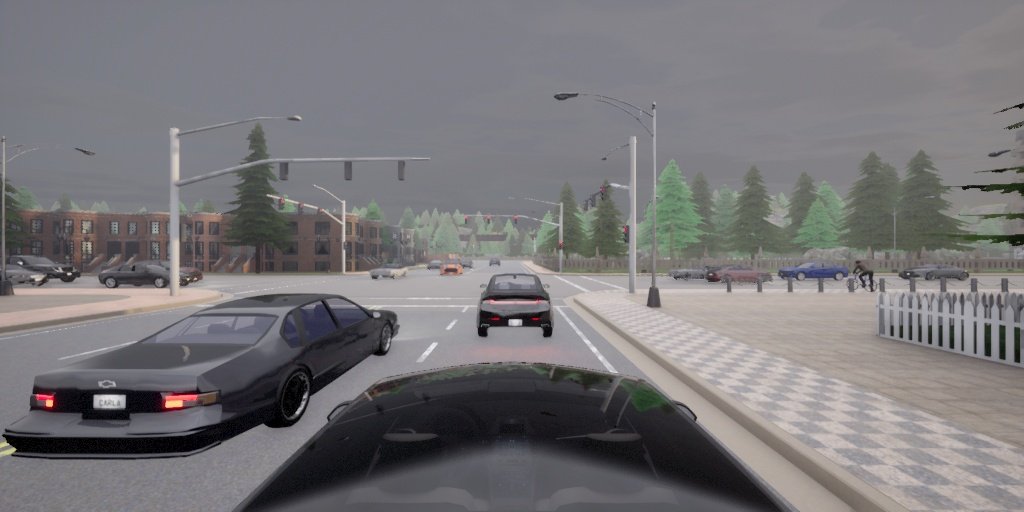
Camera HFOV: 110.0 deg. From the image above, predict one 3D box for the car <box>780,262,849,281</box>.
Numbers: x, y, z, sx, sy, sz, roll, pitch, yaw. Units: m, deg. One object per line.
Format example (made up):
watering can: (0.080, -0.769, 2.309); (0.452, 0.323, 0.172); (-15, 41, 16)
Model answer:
car: (24.859, 1.225, 29.715); (5.008, 1.535, 1.882); (0, 0, 0)

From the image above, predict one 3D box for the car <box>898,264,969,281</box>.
car: (34.833, 1.312, 29.692); (4.181, 1.385, 1.994); (0, 0, 1)

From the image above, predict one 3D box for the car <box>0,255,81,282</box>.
car: (-35.167, 0.969, 25.963); (5.566, 2.045, 2.150); (0, 0, -6)

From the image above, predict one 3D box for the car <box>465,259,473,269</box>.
car: (-7.074, 1.249, 55.107); (1.837, 1.490, 4.892); (0, 0, 0)

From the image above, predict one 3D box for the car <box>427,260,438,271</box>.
car: (-10.571, 1.271, 50.167); (1.812, 1.442, 4.674); (0, 0, 0)

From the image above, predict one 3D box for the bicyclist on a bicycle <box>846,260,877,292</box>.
bicyclist on a bicycle: (18.252, 1.051, 18.742); (0.582, 1.620, 1.656); (0, 0, 0)

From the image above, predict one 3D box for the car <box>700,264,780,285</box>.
car: (16.450, 1.312, 26.045); (4.181, 1.385, 1.994); (0, 0, 0)

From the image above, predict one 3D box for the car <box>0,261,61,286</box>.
car: (-32.550, 1.240, 22.636); (4.902, 1.511, 2.128); (0, 0, -4)

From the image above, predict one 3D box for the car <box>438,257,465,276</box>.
car: (-6.254, 1.098, 36.498); (2.097, 1.767, 4.553); (0, 0, -11)

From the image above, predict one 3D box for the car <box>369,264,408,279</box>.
car: (-10.597, 1.348, 31.118); (1.895, 1.301, 4.718); (0, 0, 0)

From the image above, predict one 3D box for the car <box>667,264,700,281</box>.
car: (15.567, 1.348, 29.728); (4.718, 1.301, 1.895); (0, 0, 0)

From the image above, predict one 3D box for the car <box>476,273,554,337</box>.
car: (0.083, 1.241, 10.257); (2.128, 1.511, 4.902); (0, 0, 0)

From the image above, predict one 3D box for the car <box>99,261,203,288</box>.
car: (-23.185, 1.253, 22.875); (4.892, 1.490, 1.837); (0, 0, -3)

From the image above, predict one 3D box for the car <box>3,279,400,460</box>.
car: (-3.436, 1.297, 5.589); (2.033, 1.411, 5.357); (0, 0, 0)
